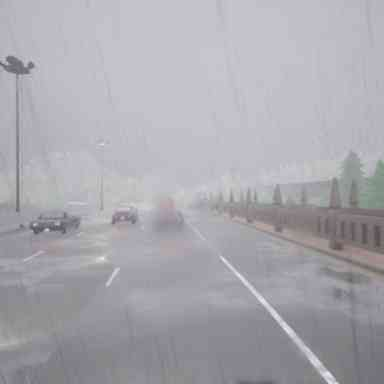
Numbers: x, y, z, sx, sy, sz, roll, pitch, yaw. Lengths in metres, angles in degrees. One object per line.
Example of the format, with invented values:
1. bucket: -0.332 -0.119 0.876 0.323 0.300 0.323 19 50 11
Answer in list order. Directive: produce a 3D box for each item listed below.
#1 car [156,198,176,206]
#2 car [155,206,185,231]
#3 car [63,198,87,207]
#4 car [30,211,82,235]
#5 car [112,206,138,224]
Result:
1. car: -3.186 1.691 40.922 2.150 2.045 5.566 0 -1 -5
2. car: -1.538 1.856 22.583 1.895 1.301 4.718 0 -1 -5
3. car: -18.548 2.036 53.748 2.150 2.045 5.566 0 -2 -5
4. car: -8.432 1.884 21.082 1.895 1.301 4.718 0 -1 -5
5. car: -5.512 1.864 27.714 1.812 1.442 4.674 0 -1 -5
